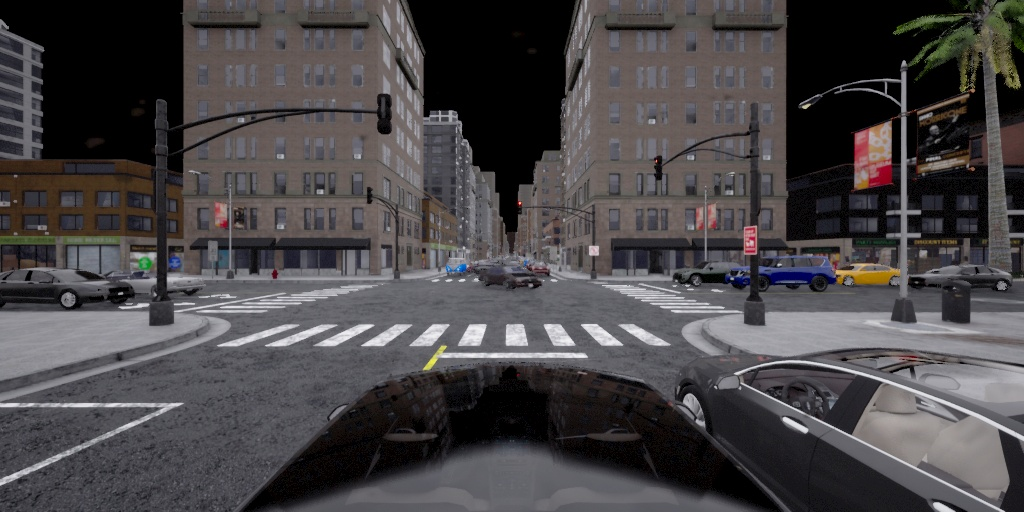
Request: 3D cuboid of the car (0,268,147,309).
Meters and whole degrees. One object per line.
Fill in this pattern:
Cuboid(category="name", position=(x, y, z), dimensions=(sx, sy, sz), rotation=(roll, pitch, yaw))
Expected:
Cuboid(category="car", position=(-17.946, 1.232, 14.201), dimensions=(4.892, 1.490, 1.837), rotation=(0, 0, 0))

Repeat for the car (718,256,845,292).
Cuboid(category="car", position=(15.704, 0.993, 21.093), dimensions=(5.566, 2.045, 2.150), rotation=(0, 0, 0))

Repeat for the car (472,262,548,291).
Cuboid(category="car", position=(-0.298, 1.298, 22.615), dimensions=(2.033, 1.411, 5.357), rotation=(0, 0, -31))

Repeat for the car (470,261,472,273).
Cuboid(category="car", position=(-5.704, 1.193, 42.698), dimensions=(1.967, 1.591, 4.097), rotation=(0, 0, 0))

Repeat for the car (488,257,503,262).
Cuboid(category="car", position=(-2.889, 1.318, 55.128), dimensions=(1.994, 1.385, 4.181), rotation=(0, 0, 0))

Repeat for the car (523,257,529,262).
Cuboid(category="car", position=(2.844, 1.193, 48.335), dimensions=(1.967, 1.591, 4.097), rotation=(0, 0, 0))

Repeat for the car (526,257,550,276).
Cuboid(category="car", position=(2.799, 1.192, 36.997), dimensions=(1.967, 1.591, 4.097), rotation=(0, 0, 0))

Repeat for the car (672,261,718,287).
Cuboid(category="car", position=(13.400, 1.116, 24.330), dimensions=(4.553, 1.767, 2.097), rotation=(0, 0, 0))

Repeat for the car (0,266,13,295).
Cuboid(category="car", position=(-27.822, 1.234, 17.396), dimensions=(4.674, 1.442, 1.812), rotation=(0, 0, 0))

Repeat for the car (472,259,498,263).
Cuboid(category="car", position=(-2.958, 1.317, 39.687), dimensions=(1.994, 1.385, 4.181), rotation=(0, 0, 0))

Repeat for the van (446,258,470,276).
Cuboid(category="van", position=(-5.727, 1.093, 37.030), dimensions=(1.690, 1.789, 3.998), rotation=(0, 0, 0))

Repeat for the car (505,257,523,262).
Cuboid(category="car", position=(0.290, 1.301, 51.826), dimensions=(2.033, 1.411, 5.357), rotation=(0, 0, 0))

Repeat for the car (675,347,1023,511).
Cuboid(category="car", position=(2.668, 1.300, 2.347), dimensions=(2.007, 1.370, 4.403), rotation=(0, 0, 0))

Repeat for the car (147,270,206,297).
Cuboid(category="car", position=(-17.907, 1.324, 17.451), dimensions=(4.718, 1.301, 1.895), rotation=(0, 0, 0))

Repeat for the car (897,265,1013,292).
Cuboid(category="car", position=(26.288, 1.294, 21.154), dimensions=(4.892, 1.490, 1.837), rotation=(0, 0, 0))

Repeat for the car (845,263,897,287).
Cuboid(category="car", position=(23.657, 1.259, 24.387), dimensions=(5.008, 1.535, 1.882), rotation=(0, 0, 0))
